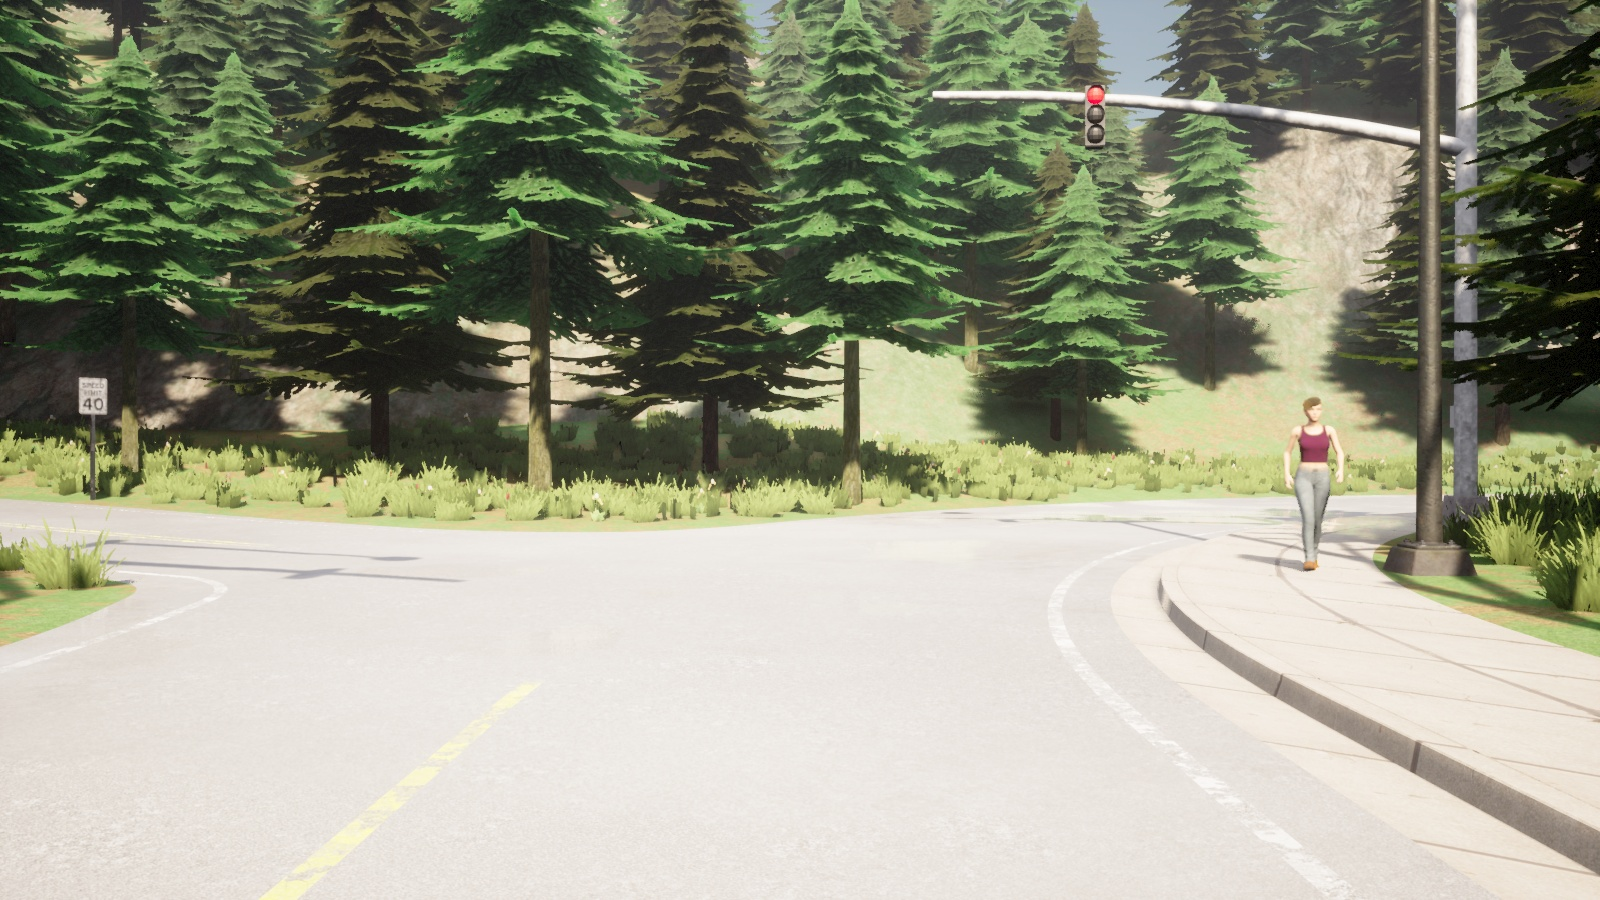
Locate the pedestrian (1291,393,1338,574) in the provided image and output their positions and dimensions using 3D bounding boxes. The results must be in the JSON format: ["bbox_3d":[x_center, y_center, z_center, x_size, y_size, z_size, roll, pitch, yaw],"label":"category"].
[{"bbox_3d":[5.350,0.339,13.081,0.345,1.836,0.594,0,0,12],"label":"pedestrian"}]
